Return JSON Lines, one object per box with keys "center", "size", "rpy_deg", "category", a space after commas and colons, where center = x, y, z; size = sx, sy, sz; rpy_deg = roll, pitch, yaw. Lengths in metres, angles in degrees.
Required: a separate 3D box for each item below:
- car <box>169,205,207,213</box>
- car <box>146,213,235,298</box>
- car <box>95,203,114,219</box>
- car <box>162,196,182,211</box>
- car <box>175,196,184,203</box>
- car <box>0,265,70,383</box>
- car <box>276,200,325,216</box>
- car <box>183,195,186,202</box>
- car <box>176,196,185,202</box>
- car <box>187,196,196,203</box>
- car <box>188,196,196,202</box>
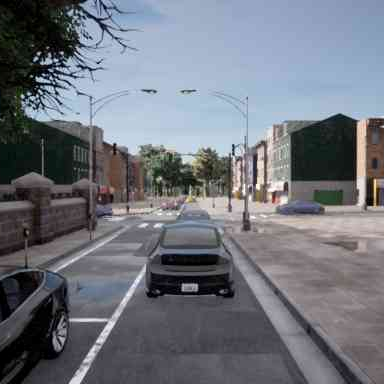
{"center": [0.091, 1.552, 16.005], "size": [2.033, 1.411, 5.357], "rpy_deg": [0, 0, 0], "category": "car"}
{"center": [-0.027, 1.505, 8.515], "size": [1.837, 1.490, 4.892], "rpy_deg": [0, 0, 0], "category": "car"}
{"center": [-9.811, 1.677, 29.851], "size": [5.357, 1.411, 2.033], "rpy_deg": [-1, 1, 0], "category": "car"}
{"center": [-2.670, 1.478, 41.586], "size": [1.967, 1.590, 4.097], "rpy_deg": [-1, 0, 0], "category": "car"}
{"center": [-2.687, 1.655, 74.194], "size": [1.887, 1.381, 4.507], "rpy_deg": [-1, 0, 0], "category": "car"}
{"center": [-2.646, 1.565, 3.265], "size": [1.947, 1.339, 4.313], "rpy_deg": [-1, 0, 0], "category": "car"}
{"center": [9.680, 1.408, 29.860], "size": [4.181, 1.385, 1.994], "rpy_deg": [-1, 1, 0], "category": "car"}
{"center": [-2.681, 1.628, 63.324], "size": [1.887, 1.381, 4.507], "rpy_deg": [-1, 0, 0], "category": "car"}
{"center": [-2.690, 1.690, 79.628], "size": [1.947, 1.339, 4.313], "rpy_deg": [-1, 0, 0], "category": "car"}
{"center": [-0.028, 1.582, 71.739], "size": [1.882, 1.535, 5.008], "rpy_deg": [0, 0, 0], "category": "car"}
{"center": [-0.045, 1.671, 82.173], "size": [2.033, 1.411, 5.357], "rpy_deg": [0, 0, 0], "category": "car"}
